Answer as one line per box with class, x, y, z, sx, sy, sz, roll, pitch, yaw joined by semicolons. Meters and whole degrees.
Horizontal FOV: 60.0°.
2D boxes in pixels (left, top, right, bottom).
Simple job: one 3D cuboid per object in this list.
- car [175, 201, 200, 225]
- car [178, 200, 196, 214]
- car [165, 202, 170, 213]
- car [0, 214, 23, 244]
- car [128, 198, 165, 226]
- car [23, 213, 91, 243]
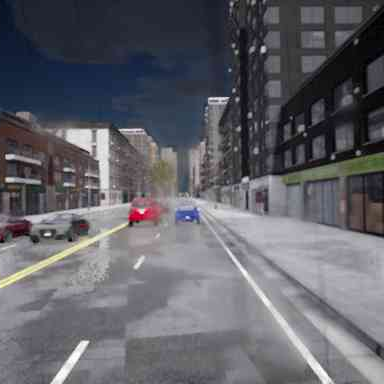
car;-0.367;1.735;26.808;1.882;1.535;5.008;-1;-1;-1
car;-0.640;1.889;42.290;2.128;1.511;4.902;-1;0;-1
car;-3.860;1.970;42.747;1.812;1.442;4.674;-1;0;-1
car;-10.038;1.869;17.518;1.994;1.385;4.181;-1;-1;-1
car;-3.570;1.517;26.080;2.150;2.045;5.566;-1;0;-1
car;-6.787;1.825;17.573;1.994;1.385;4.181;-1;-1;-1
